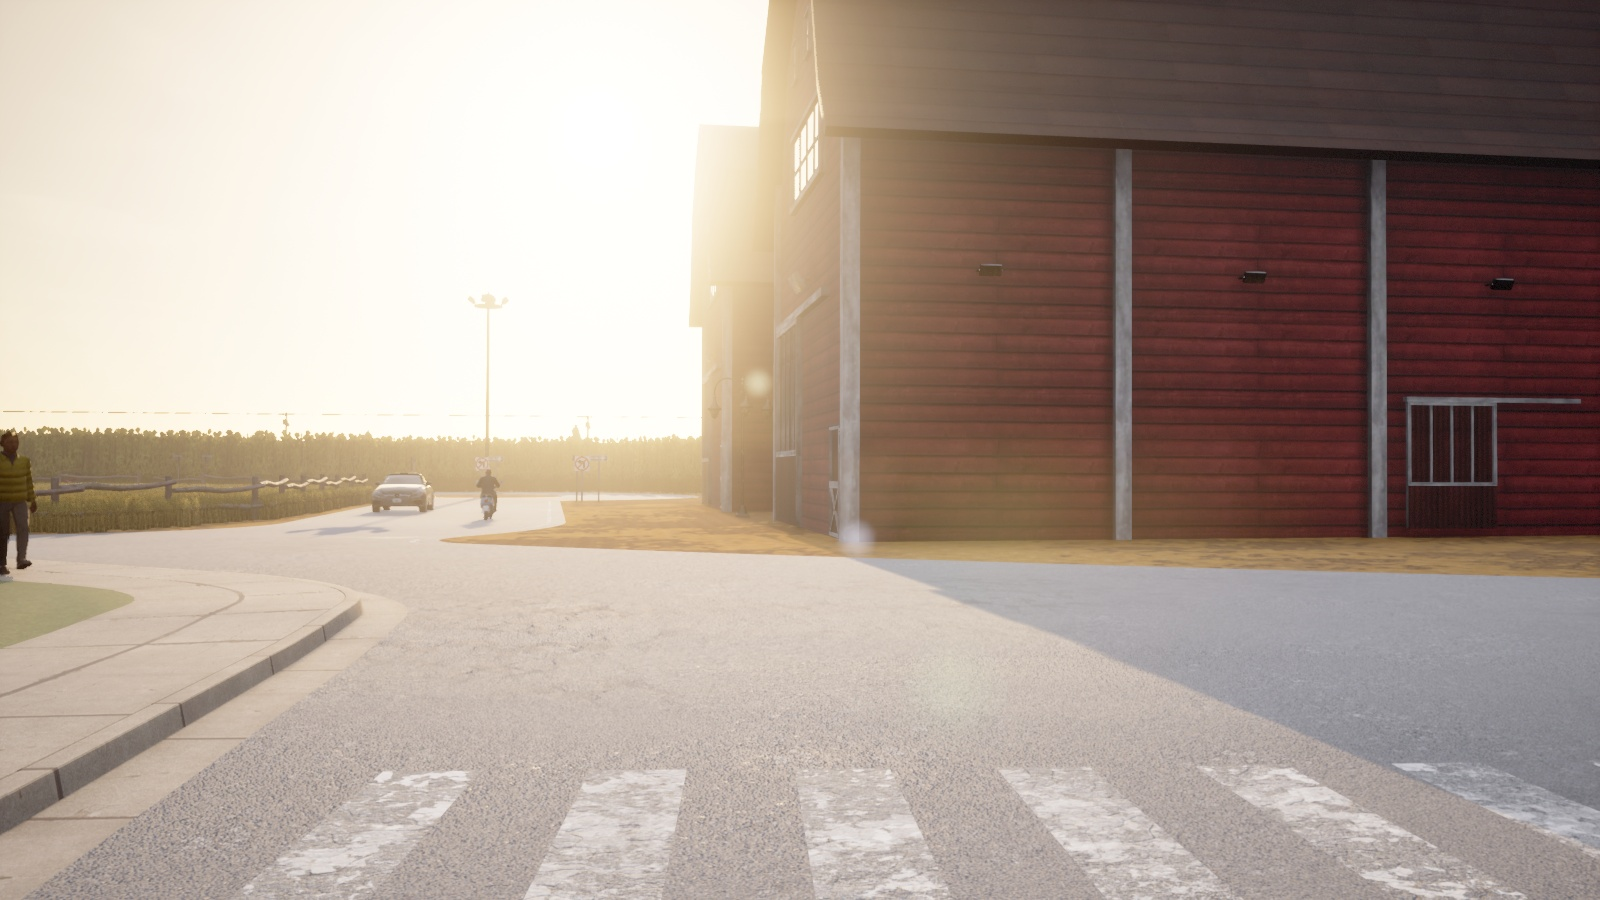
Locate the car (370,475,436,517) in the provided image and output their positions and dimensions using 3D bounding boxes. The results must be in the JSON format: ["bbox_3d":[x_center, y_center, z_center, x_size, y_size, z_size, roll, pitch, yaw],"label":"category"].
[{"bbox_3d":[-14.582,1.672,46.326,1.812,1.442,4.674,0,-1,-11],"label":"car"}]

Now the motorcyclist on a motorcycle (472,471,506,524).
[{"bbox_3d":[-9.722,1.463,39.284,0.866,1.590,1.817,0,-1,-9],"label":"motorcyclist on a motorcycle"}]

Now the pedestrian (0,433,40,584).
[{"bbox_3d":[-9.855,0.725,15.718,0.431,1.840,0.709,1,-1,-43],"label":"pedestrian"}]
